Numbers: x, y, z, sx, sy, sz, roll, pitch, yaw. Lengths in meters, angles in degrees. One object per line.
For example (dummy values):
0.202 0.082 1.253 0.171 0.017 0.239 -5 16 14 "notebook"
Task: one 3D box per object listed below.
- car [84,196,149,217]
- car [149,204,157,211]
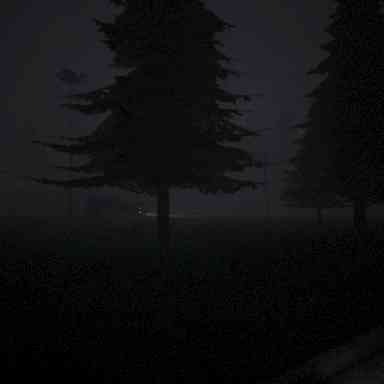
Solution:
-7.236 1.369 31.254 5.566 2.045 2.150 0 0 2 "car"
-6.807 1.753 41.745 4.718 1.301 1.895 0 0 2 "car"
